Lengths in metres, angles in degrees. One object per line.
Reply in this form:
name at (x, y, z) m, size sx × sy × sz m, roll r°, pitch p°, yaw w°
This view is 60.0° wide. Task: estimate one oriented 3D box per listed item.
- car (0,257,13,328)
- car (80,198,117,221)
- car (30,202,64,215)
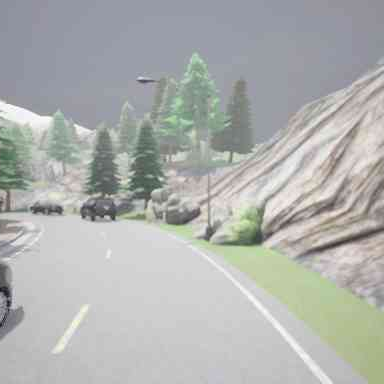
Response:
car at (-4.012, 1.561, 4.168) m, size 1.837 × 1.490 × 4.892 m, roll 0°, pitch -1°, yaw -5°
car at (-8.771, 1.573, 31.034) m, size 2.150 × 2.045 × 5.566 m, roll 0°, pitch -1°, yaw -32°
car at (-17.312, 1.955, 39.519) m, size 4.902 × 1.511 × 2.128 m, roll 0°, pitch -1°, yaw 34°
